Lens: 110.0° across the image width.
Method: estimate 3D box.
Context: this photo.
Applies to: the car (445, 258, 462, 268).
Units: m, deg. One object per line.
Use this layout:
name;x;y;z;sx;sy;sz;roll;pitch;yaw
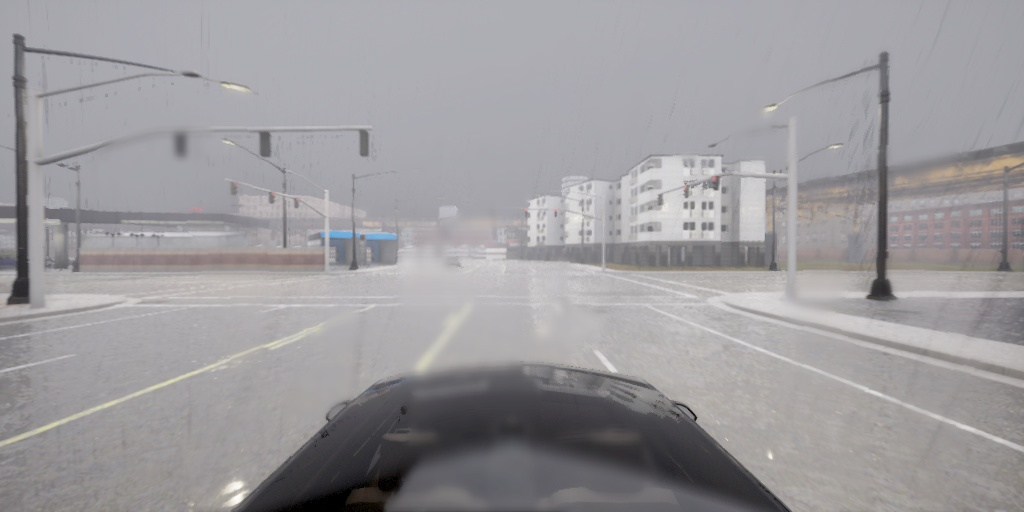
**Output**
car;-7.886;0.903;48.252;1.895;1.301;4.718;0;1;-15
